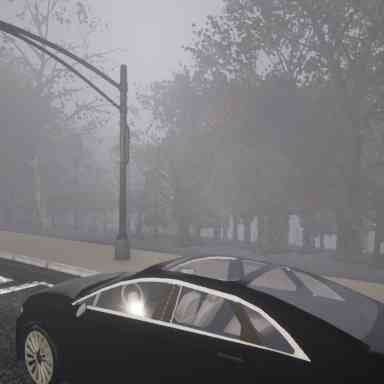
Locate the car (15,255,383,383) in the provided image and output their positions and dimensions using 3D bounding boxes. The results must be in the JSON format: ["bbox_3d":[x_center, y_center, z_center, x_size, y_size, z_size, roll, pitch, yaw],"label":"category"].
[{"bbox_3d":[-0.017,1.491,3.712,4.902,1.511,2.128,0,0,34],"label":"car"}]
